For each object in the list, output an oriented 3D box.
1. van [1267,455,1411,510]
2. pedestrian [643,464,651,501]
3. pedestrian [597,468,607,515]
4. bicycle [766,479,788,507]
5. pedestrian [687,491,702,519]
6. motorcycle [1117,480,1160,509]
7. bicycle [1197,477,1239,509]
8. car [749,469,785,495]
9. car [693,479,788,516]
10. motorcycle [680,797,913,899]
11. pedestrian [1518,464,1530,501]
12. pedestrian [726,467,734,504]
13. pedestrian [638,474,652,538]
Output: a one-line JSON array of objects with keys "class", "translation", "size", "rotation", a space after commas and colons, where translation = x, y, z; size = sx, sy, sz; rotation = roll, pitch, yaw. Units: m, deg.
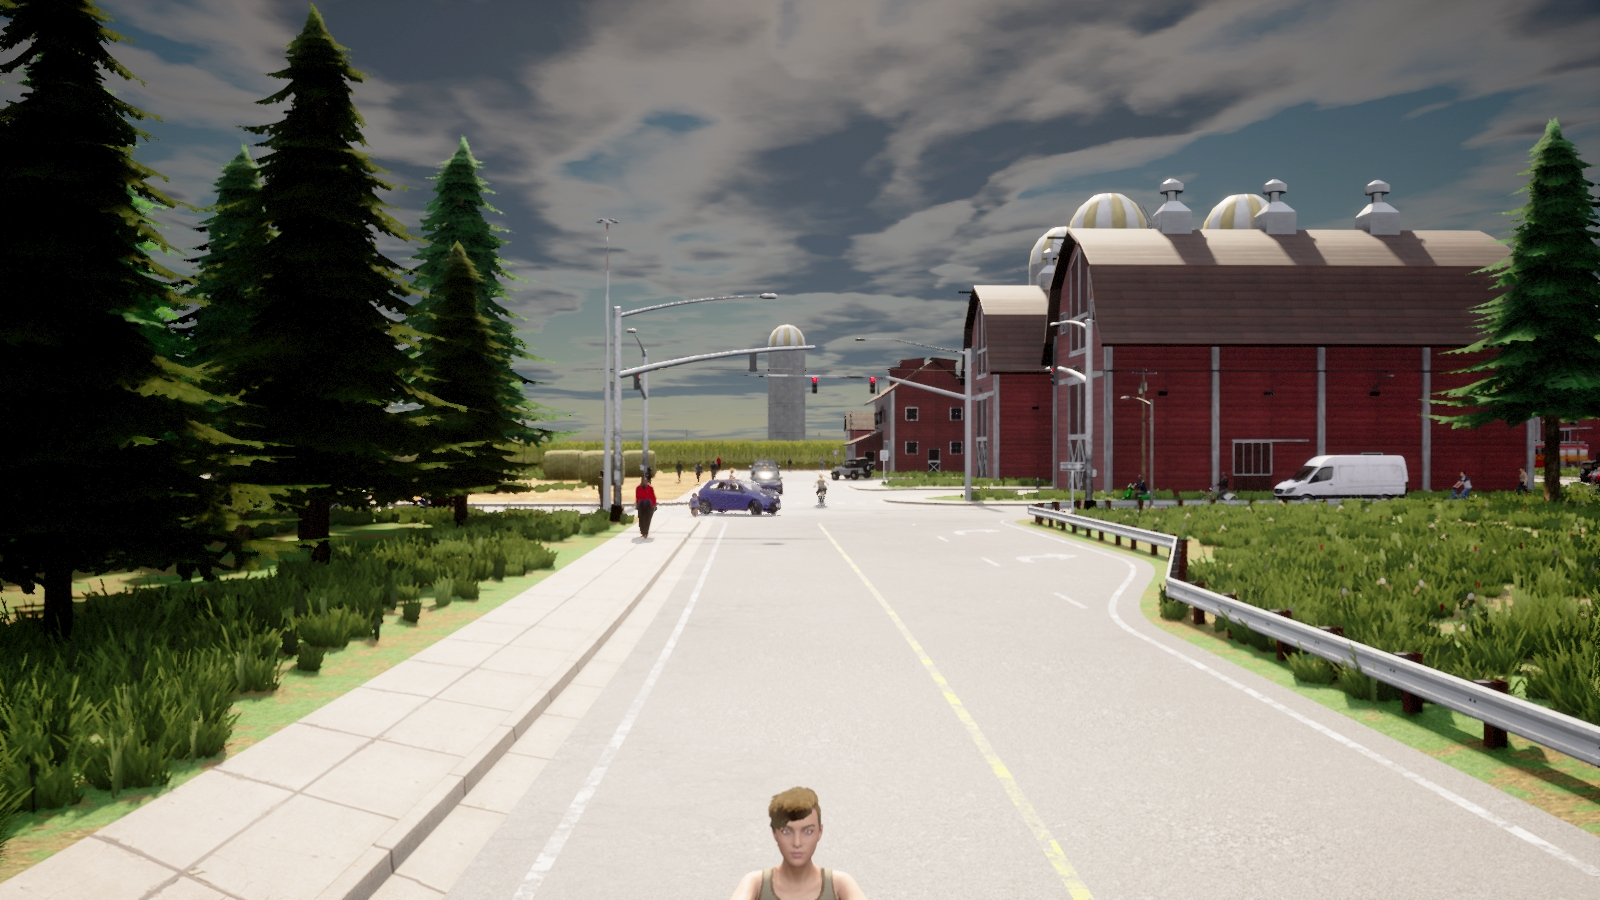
[{"class": "van", "translation": [25.558, 1.505, 54.286], "size": [5.915, 2.561, 1.988], "rotation": [0, 0, -1]}, {"class": "pedestrian", "translation": [-7.859, 1.659, 58.725], "size": [0.375, 1.860, 0.375], "rotation": [0, 0, -2]}, {"class": "pedestrian", "translation": [-7.975, 1.671, 46.007], "size": [0.375, 1.860, 0.375], "rotation": [0, 0, -2]}, {"class": "bicycle", "translation": [-1.137, 2.107, 56.487], "size": [0.859, 1.276, 1.487], "rotation": [-5, 0, 3]}, {"class": "pedestrian", "translation": [-4.169, 2.178, 45.165], "size": [0.500, 1.100, 0.500], "rotation": [0, 0, 2]}, {"class": "motorcycle", "translation": [16.012, 2.112, 54.087], "size": [1.805, 1.316, 0.856], "rotation": [0, 0, -1]}, {"class": "bicycle", "translation": [19.823, 2.030, 54.184], "size": [1.835, 1.471, 0.329], "rotation": [0, 0, -1]}, {"class": "car", "translation": [-2.113, 1.993, 72.063], "size": [2.163, 1.488, 4.792], "rotation": [0, 0, -2]}, {"class": "car", "translation": [-2.541, 2.000, 49.048], "size": [3.633, 1.501, 1.845], "rotation": [0, -1, 28]}, {"class": "motorcycle", "translation": [-0.011, 2.125, 3.651], "size": [0.764, 1.307, 2.356], "rotation": [0, 0, 0]}, {"class": "pedestrian", "translation": [37.144, 1.665, 58.651], "size": [0.375, 1.860, 0.375], "rotation": [0, 0, -1]}, {"class": "pedestrian", "translation": [-3.593, 1.793, 58.299], "size": [0.375, 1.860, 0.375], "rotation": [0, 0, -10]}, {"class": "pedestrian", "translation": [-4.569, 1.651, 33.640], "size": [0.375, 1.860, 0.375], "rotation": [0, 0, -1]}]
